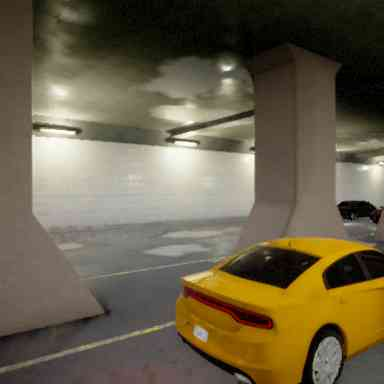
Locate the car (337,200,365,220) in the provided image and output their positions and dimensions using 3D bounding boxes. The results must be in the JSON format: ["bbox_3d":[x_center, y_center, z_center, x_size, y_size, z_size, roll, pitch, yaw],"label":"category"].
[{"bbox_3d":[12.421,1.409,25.748,4.892,1.490,1.837,0,0,-35],"label":"car"}]

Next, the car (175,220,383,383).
[{"bbox_3d":[2.114,1.460,5.255,5.008,1.535,1.882,0,0,-36],"label":"car"}]

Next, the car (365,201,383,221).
[{"bbox_3d":[14.235,1.383,22.744,5.008,1.535,1.882,0,0,-35],"label":"car"}]
